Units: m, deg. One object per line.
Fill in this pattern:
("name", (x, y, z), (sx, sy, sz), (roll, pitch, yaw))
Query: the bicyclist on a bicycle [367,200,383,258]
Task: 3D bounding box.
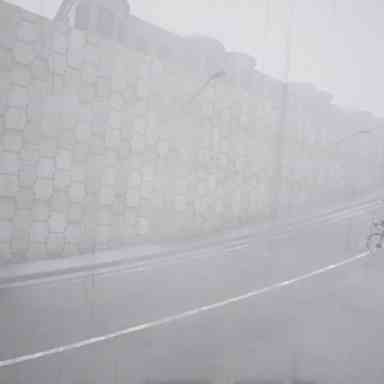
("bicyclist on a bicycle", (5.220, 0.963, 8.470), (0.582, 1.620, 1.656), (-7, 2, -34))
